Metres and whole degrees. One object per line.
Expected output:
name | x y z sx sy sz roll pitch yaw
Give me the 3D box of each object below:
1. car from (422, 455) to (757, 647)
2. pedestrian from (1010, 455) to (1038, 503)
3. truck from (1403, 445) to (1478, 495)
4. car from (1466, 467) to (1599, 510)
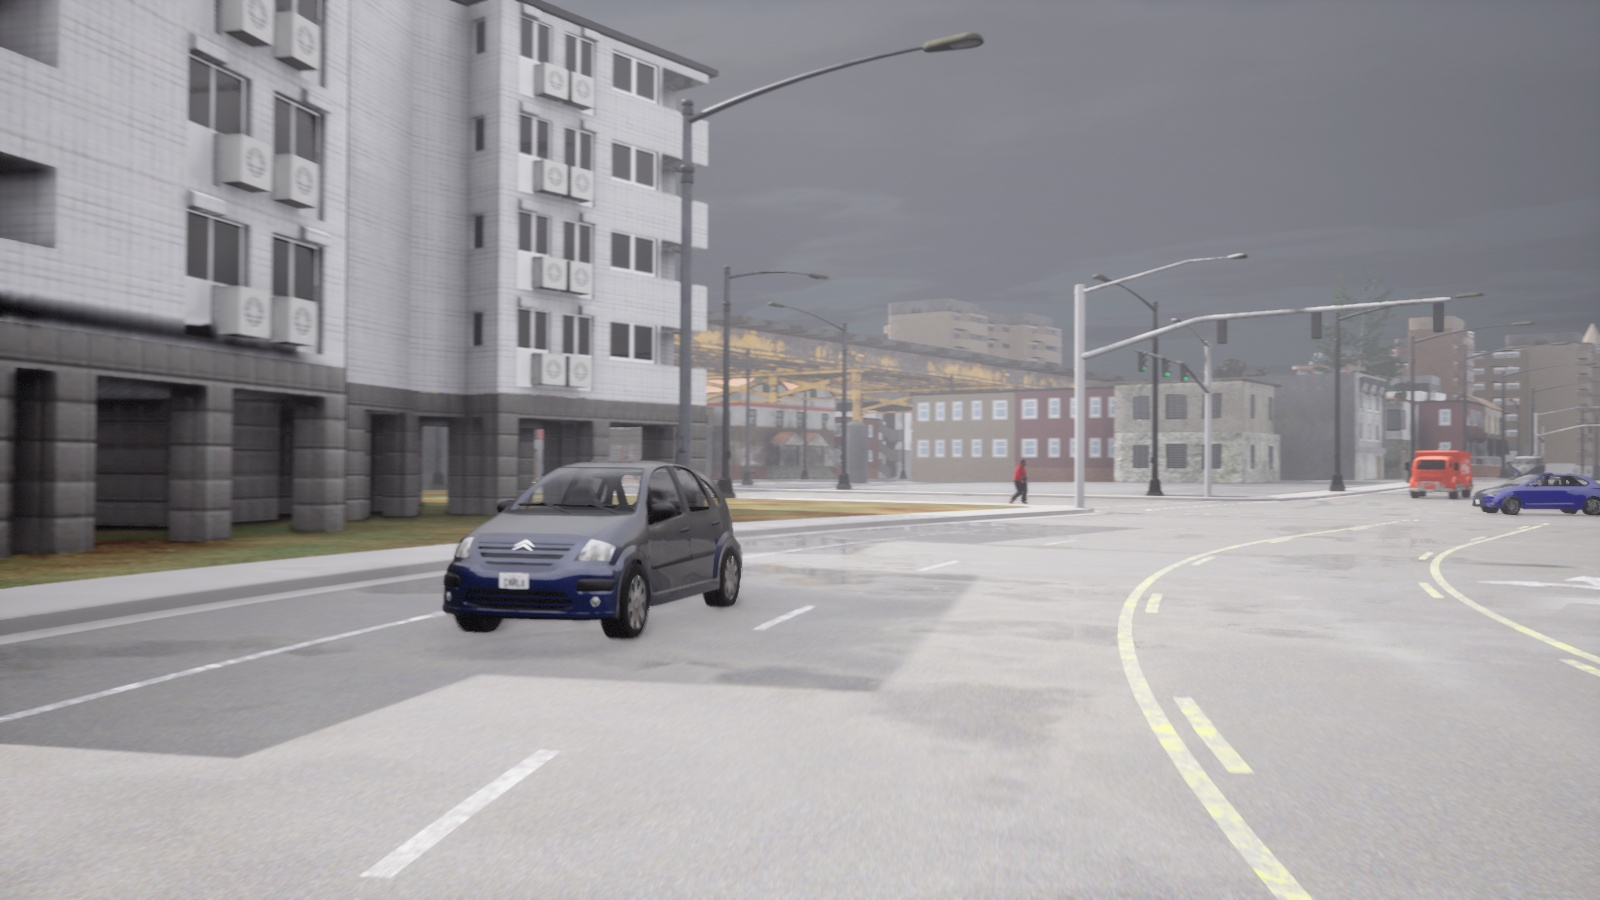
car | -1.918 0.882 12.775 1.851 1.617 3.988 0 -1 15
pedestrian | 8.684 1.108 48.713 0.899 1.844 0.634 -1 -1 35
truck | 33.617 1.014 65.795 2.627 2.467 5.204 -1 0 37
car | 26.134 1.349 44.396 4.193 1.474 1.816 0 -1 4
